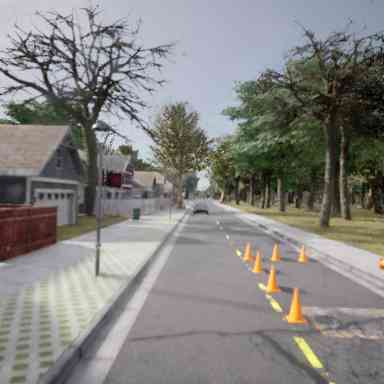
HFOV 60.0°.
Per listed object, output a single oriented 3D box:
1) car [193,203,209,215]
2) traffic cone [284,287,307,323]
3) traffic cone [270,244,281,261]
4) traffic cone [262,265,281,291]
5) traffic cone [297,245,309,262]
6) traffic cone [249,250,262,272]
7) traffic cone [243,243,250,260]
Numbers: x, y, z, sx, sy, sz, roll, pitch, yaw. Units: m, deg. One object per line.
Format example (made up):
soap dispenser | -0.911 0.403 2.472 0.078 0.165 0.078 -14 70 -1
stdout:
car | 1.139 2.098 41.810 2.033 1.411 5.357 2 -1 1
traffic cone | 1.951 2.089 6.233 0.340 0.580 0.340 2 -1 1
traffic cone | 3.078 2.195 12.209 0.340 0.580 0.340 2 -1 1
traffic cone | 1.994 2.114 8.232 0.340 0.580 0.340 2 -1 1
traffic cone | 4.077 2.224 12.187 0.340 0.580 0.340 2 -1 1
traffic cone | 2.036 2.140 10.232 0.340 0.580 0.340 2 -1 1
traffic cone | 2.079 2.165 12.231 0.340 0.580 0.340 2 -1 1
